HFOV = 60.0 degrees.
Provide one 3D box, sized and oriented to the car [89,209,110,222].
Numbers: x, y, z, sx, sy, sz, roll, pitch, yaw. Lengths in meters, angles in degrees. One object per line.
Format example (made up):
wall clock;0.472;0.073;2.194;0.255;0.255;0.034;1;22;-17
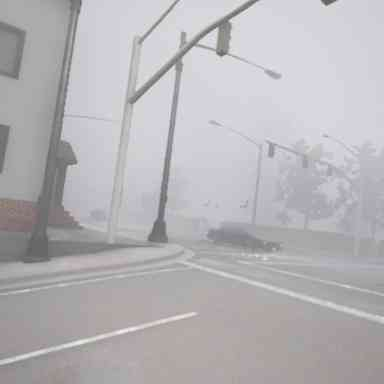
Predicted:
car;-10.950;2.828;40.489;2.128;1.511;4.902;10;-6;-36

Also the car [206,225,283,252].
car;3.138;2.856;21.037;2.033;1.411;5.357;10;-6;-35
